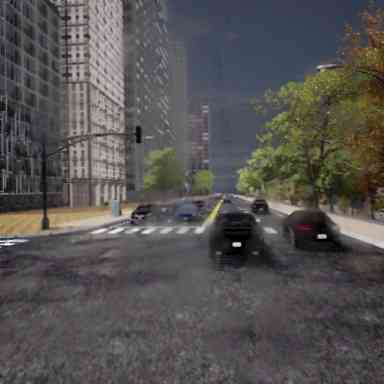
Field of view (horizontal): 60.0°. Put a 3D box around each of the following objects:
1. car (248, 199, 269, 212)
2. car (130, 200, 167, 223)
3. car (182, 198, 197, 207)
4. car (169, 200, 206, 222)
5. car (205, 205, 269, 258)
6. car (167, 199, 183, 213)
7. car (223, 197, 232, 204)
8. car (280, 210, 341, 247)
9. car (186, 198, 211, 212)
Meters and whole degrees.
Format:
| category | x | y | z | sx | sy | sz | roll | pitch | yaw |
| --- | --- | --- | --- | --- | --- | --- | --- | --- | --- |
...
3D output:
| category | x | y | z | sx | sy | sz | roll | pitch | yaw |
| --- | --- | --- | --- | --- | --- | --- | --- | --- | --- |
| car | 7.383 | 1.537 | 36.717 | 1.837 | 1.490 | 4.892 | -1 | 0 | 6 |
| car | -3.612 | 1.662 | 26.955 | 1.837 | 1.490 | 4.892 | -1 | 0 | 6 |
| car | -0.408 | 1.776 | 57.240 | 2.033 | 1.411 | 5.357 | -1 | 0 | 6 |
| car | -0.240 | 1.658 | 27.954 | 2.033 | 1.411 | 5.357 | -1 | 0 | 6 |
| car | 1.670 | 1.515 | 12.975 | 1.882 | 1.535 | 5.008 | -1 | 0 | 6 |
| car | -2.629 | 1.670 | 36.322 | 2.128 | 1.511 | 4.902 | -1 | 0 | 6 |
| car | 7.234 | 1.706 | 68.035 | 2.033 | 1.411 | 5.357 | -1 | 0 | 6 |
| car | 5.128 | 1.509 | 14.796 | 1.812 | 1.442 | 4.674 | -1 | 0 | 6 |
| car | 0.788 | 1.638 | 37.722 | 1.837 | 1.490 | 4.892 | -1 | 0 | 6 |
